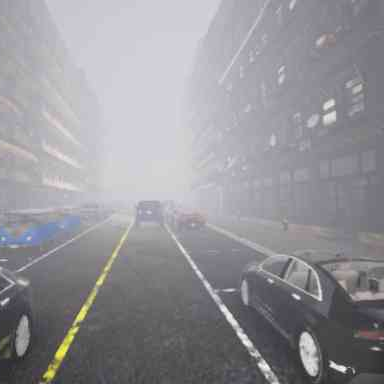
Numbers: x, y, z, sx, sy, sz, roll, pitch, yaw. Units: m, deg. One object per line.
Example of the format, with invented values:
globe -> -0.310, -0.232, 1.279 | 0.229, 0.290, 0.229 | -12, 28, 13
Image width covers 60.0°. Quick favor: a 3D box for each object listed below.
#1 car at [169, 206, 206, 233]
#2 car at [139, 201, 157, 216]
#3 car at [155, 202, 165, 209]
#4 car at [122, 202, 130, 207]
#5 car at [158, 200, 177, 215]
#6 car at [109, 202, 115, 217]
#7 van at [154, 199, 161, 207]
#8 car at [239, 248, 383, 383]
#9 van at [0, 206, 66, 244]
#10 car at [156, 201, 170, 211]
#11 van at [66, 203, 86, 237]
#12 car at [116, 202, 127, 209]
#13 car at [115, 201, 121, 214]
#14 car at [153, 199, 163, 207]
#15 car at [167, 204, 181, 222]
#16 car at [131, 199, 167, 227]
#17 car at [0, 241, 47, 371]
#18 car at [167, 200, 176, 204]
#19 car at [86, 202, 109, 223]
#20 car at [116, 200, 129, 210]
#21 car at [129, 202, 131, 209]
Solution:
car -> -0.239, 1.828, 21.740 | 1.887, 1.381, 4.507 | 0, -1, -8
car -> -5.525, 2.016, 41.875 | 2.097, 1.767, 4.553 | -1, -1, -8
car -> -6.290, 2.619, 65.566 | 1.802, 1.307, 4.206 | 0, -1, -8
car -> -17.078, 3.177, 86.467 | 1.802, 1.307, 4.206 | 0, -1, -8
car -> -3.281, 1.962, 43.654 | 2.192, 1.841, 5.009 | 0, -1, -8
car -> -10.308, 2.006, 37.165 | 2.192, 1.841, 5.009 | 0, -1, -8
van -> -8.546, 2.691, 82.008 | 1.690, 1.788, 3.998 | 0, -1, -8
car -> 2.016, 1.579, 5.304 | 2.008, 1.369, 4.403 | 0, -1, -8
van -> -7.300, 1.674, 15.251 | 1.690, 1.788, 3.998 | 1, -1, -8
car -> -4.786, 2.278, 54.611 | 1.967, 1.590, 4.097 | 0, -1, -8
van -> -8.053, 1.762, 20.730 | 1.690, 1.788, 3.998 | 0, -1, -8
car -> -14.822, 2.821, 70.032 | 1.887, 1.381, 4.507 | 0, -1, -8
car -> -11.814, 2.444, 48.119 | 1.947, 1.339, 4.313 | 0, -1, -8
car -> -7.794, 2.559, 76.529 | 2.192, 1.841, 5.009 | 0, -1, -8
car -> -0.992, 1.917, 27.218 | 1.887, 1.381, 4.507 | 0, -1, -8
car -> -3.416, 1.629, 26.507 | 2.150, 2.045, 5.566 | -1, -1, -8
car -> -3.075, 1.606, 3.169 | 1.837, 1.490, 4.892 | -1, -1, -8
car -> -1.736, 1.903, 32.700 | 1.967, 1.590, 4.097 | 0, -1, -8
car -> -9.557, 1.915, 31.687 | 2.192, 1.841, 5.009 | 0, -1, -8
car -> -14.069, 2.489, 64.557 | 2.192, 1.841, 5.009 | 0, -1, -8
car -> -11.702, 2.640, 66.036 | 2.128, 1.511, 4.902 | -1, -1, -8
